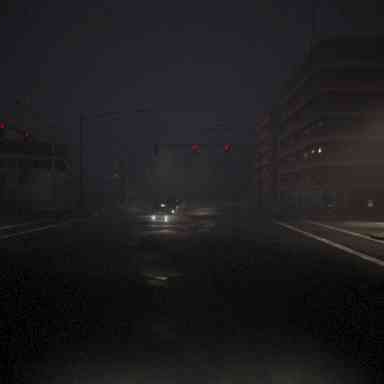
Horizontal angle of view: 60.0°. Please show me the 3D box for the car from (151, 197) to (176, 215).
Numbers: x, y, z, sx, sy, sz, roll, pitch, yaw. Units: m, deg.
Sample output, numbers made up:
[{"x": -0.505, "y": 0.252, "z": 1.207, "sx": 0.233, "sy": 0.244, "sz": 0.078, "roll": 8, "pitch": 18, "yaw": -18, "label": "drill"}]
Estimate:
[{"x": -3.121, "y": 1.547, "z": 34.789, "sx": 2.033, "sy": 1.411, "sz": 5.357, "roll": 0, "pitch": 0, "yaw": 0, "label": "car"}]

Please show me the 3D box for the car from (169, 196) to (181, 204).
[{"x": -3.294, "y": 1.547, "z": 64.716, "sx": 2.033, "sy": 1.411, "sz": 5.357, "roll": 0, "pitch": 0, "yaw": 0, "label": "car"}]

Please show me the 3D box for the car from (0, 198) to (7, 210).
[{"x": -24.020, "y": 1.456, "z": 38.975, "sx": 3.806, "sy": 1.475, "sz": 1.970, "roll": 0, "pitch": 0, "yaw": 1, "label": "car"}]

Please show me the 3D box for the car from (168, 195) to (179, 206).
[{"x": -3.186, "y": 1.478, "z": 44.366, "sx": 1.882, "sy": 1.535, "sz": 5.008, "roll": 0, "pitch": 0, "yaw": 0, "label": "car"}]
